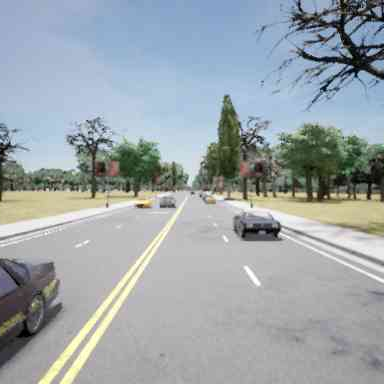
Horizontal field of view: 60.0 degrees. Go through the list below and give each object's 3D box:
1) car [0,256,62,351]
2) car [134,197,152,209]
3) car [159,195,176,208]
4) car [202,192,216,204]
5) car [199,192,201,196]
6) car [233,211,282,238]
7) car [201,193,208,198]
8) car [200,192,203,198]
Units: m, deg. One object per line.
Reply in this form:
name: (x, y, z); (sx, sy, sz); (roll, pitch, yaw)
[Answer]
car: (-3.349, 1.561, 3.920); (2.033, 1.411, 5.357); (0, 0, 0)
car: (-6.539, 1.408, 44.659); (1.882, 1.535, 5.008); (0, 0, 0)
car: (-3.284, 1.274, 45.679); (2.097, 1.767, 4.553); (0, 0, 0)
car: (3.312, 1.269, 59.687); (1.801, 1.575, 5.366); (0, 0, 0)
car: (3.335, 1.064, 81.683); (1.801, 1.575, 5.366); (0, 1, 0)
car: (3.370, 1.657, 18.156); (1.895, 1.301, 4.718); (0, 0, 0)
car: (3.346, 0.983, 92.490); (1.812, 1.442, 4.674); (0, 1, 0)
car: (3.323, 1.230, 70.496); (1.837, 1.490, 4.892); (0, 1, 0)
